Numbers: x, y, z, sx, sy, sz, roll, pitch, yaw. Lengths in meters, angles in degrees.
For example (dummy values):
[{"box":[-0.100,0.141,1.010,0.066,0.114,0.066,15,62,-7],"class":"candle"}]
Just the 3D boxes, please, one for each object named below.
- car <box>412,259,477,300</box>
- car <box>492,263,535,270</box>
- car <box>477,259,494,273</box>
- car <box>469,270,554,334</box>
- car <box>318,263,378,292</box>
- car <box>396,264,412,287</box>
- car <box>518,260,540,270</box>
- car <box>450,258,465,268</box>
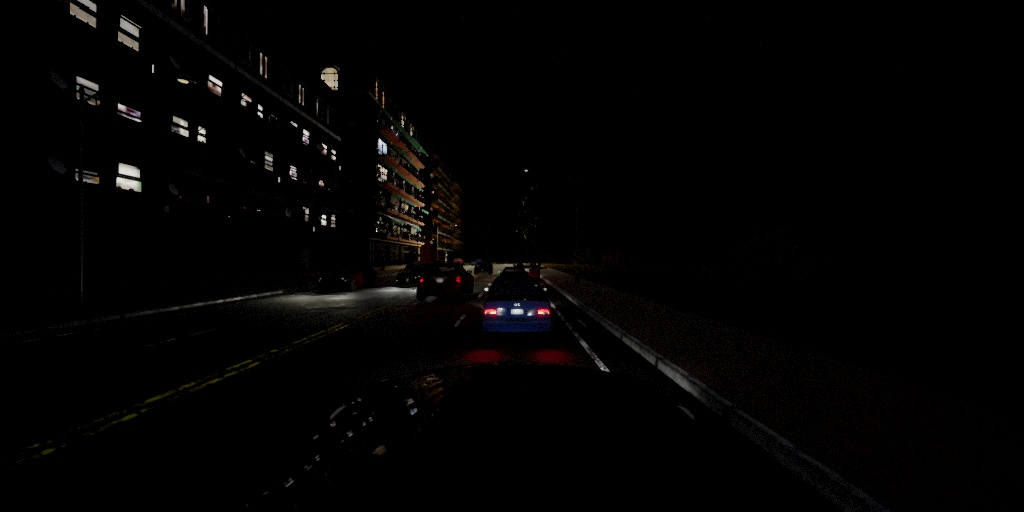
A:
[{"box":[-3.130,1.104,17.665,2.097,1.767,4.553,0,0,0],"class":"car"},{"box":[0.118,1.317,20.904,1.994,1.385,4.181,0,0,1],"class":"car"},{"box":[-3.101,1.245,39.915,2.128,1.511,4.902,0,0,0],"class":"car"},{"box":[0.112,1.299,10.570,2.033,1.411,5.357,0,0,0],"class":"car"},{"box":[-9.825,1.230,21.829,1.882,1.535,5.008,0,0,0],"class":"car"},{"box":[-6.572,1.258,24.967,1.837,1.490,4.892,0,0,0],"class":"car"},{"box":[1.173,1.104,29.839,2.097,1.767,4.553,0,0,0],"class":"car"},{"box":[-9.720,1.229,64.366,1.882,1.535,5.008,0,0,1],"class":"car"}]
